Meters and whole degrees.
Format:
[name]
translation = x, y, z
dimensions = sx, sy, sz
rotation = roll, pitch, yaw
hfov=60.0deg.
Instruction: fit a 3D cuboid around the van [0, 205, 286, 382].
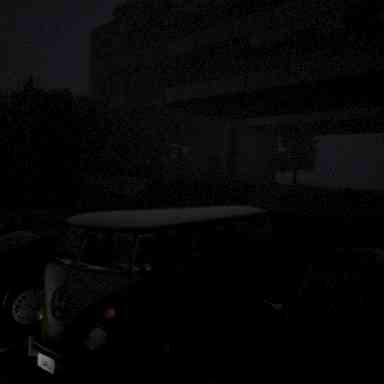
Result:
[van]
translation = -0.250, 1.229, 5.316
dimensions = 1.878, 1.987, 4.442
rotation = 1, 0, 35
